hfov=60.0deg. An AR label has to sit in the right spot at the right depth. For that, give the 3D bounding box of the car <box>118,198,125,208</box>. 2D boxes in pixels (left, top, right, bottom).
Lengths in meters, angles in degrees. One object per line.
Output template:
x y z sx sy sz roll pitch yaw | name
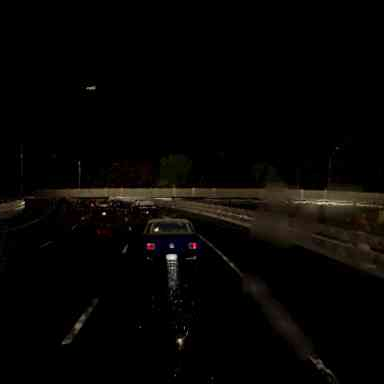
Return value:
-10.948 1.585 47.571 1.994 1.385 4.181 0 0 -25 | car

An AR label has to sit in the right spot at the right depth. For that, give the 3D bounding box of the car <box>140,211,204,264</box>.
-0.833 1.599 11.842 1.895 1.301 4.718 0 0 -6 | car

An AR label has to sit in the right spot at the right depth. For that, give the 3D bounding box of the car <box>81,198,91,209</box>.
-14.492 1.561 46.934 1.812 1.442 4.674 0 0 -26 | car

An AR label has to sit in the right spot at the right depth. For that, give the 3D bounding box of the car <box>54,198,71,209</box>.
-17.943 1.556 46.020 1.837 1.490 4.892 0 0 -26 | car

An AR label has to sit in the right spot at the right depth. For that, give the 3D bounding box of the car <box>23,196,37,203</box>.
-34.513 1.630 70.594 2.128 1.511 4.902 0 0 -44 | car

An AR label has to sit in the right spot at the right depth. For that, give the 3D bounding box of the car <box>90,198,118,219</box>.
-7.734 1.520 29.168 1.837 1.490 4.892 0 0 -15 | car

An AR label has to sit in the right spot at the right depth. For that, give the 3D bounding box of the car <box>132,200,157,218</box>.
-4.327 1.495 29.913 2.128 1.511 4.902 0 0 -15 | car
